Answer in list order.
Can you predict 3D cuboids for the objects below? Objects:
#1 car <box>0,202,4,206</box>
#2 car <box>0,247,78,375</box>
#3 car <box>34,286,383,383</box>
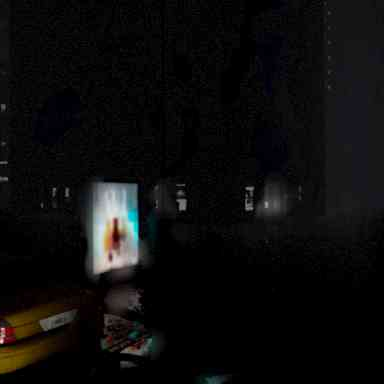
[{"bbox_3d":[-34.719,1.887,56.569,1.752,1.417,4.829,-2,-2,35],"label":"car"},{"bbox_3d":[-3.490,1.514,5.373,4.829,1.417,1.752,0,0,35],"label":"car"},{"bbox_3d":[1.175,1.544,2.047,4.507,1.381,1.887,0,0,35],"label":"car"}]
